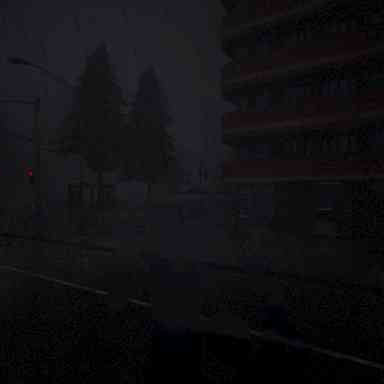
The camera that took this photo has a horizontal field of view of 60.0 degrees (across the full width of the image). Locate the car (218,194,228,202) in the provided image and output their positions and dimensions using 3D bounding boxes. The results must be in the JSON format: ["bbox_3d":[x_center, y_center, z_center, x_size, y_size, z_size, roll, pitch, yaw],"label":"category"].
[{"bbox_3d":[7.662,1.166,55.062,5.566,2.045,2.150,0,0,-32],"label":"car"}]

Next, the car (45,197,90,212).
[{"bbox_3d":[-13.498,1.545,37.468,1.895,1.301,4.718,0,0,36],"label":"car"}]

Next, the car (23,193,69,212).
[{"bbox_3d":[-16.741,1.166,38.942,2.150,2.045,5.566,0,0,36],"label":"car"}]

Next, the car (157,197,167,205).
[{"bbox_3d":[-5.229,1.470,53.657,4.674,1.442,1.812,0,0,-45],"label":"car"}]

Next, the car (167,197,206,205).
[{"bbox_3d":[-0.864,1.492,53.169,5.357,1.411,2.033,0,0,-42],"label":"car"}]

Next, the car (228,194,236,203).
[{"bbox_3d":[8.327,1.296,51.197,4.553,1.767,2.097,0,0,-35],"label":"car"}]

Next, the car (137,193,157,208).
[{"bbox_3d":[-7.761,1.166,45.357,2.150,2.045,5.566,0,0,37],"label":"car"}]

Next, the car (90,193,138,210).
[{"bbox_3d":[-8.785,1.296,37.745,2.097,1.767,4.553,0,0,35],"label":"car"}]

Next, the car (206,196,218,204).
[{"bbox_3d":[2.981,1.492,60.482,5.357,1.411,2.033,0,0,-32],"label":"car"}]

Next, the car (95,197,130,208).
[{"bbox_3d":[-11.068,1.470,46.660,1.812,1.442,4.674,0,0,37],"label":"car"}]
